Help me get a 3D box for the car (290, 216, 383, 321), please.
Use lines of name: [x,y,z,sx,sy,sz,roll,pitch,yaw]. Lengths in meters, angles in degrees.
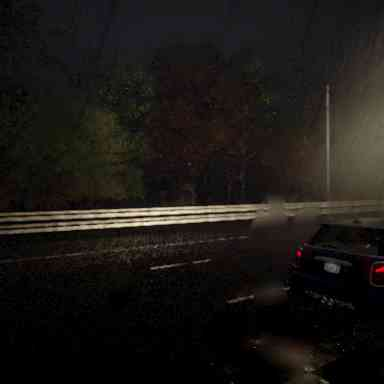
car: [4.189,1.308,6.840,4.553,1.767,2.097,0,0,-32]
